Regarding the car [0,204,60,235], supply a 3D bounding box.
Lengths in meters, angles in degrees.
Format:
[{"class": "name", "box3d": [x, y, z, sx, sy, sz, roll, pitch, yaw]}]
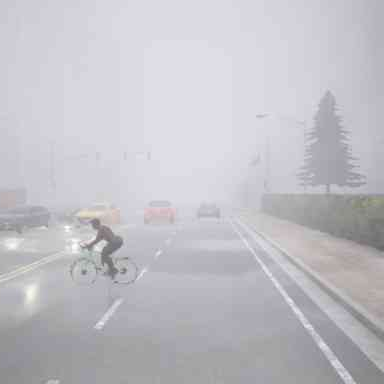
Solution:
[{"class": "car", "box3d": [-9.729, 1.507, 19.138, 1.837, 1.490, 4.892, 0, -1, 3]}]

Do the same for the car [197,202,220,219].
[{"class": "car", "box3d": [1.438, 1.564, 29.065, 1.994, 1.385, 4.181, 0, 0, 3]}]

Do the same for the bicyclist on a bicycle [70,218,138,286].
[{"class": "bicyclist on a bicycle", "box3d": [-2.126, 1.454, 7.980, 1.656, 1.620, 0.582, -2, 0, 3]}]

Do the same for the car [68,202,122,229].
[{"class": "car", "box3d": [-6.050, 1.477, 21.989, 1.882, 1.535, 5.008, 0, 0, 3]}]

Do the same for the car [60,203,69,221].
[{"class": "car", "box3d": [-9.354, 1.571, 25.425, 1.812, 1.442, 4.674, 0, 0, 3]}]

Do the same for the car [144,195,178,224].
[{"class": "car", "box3d": [-2.255, 1.352, 25.235, 2.097, 1.767, 4.553, 0, 0, 3]}]
